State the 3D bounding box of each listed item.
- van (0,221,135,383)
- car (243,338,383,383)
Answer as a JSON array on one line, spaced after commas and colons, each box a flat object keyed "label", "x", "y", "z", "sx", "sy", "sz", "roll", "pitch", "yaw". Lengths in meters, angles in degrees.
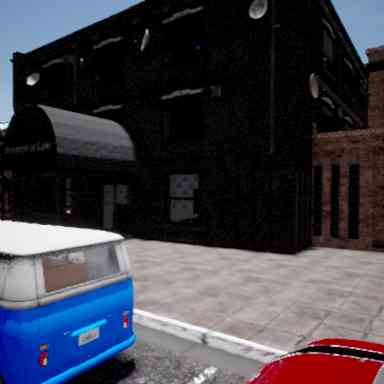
[{"label": "van", "x": -2.644, "y": 1.359, "z": 4.742, "sx": 3.998, "sy": 1.788, "sz": 1.690, "roll": 0, "pitch": 1, "yaw": 36}, {"label": "car", "x": 1.953, "y": 1.437, "z": 1.466, "sx": 4.097, "sy": 1.590, "sz": 1.967, "roll": 0, "pitch": 1, "yaw": 36}]
